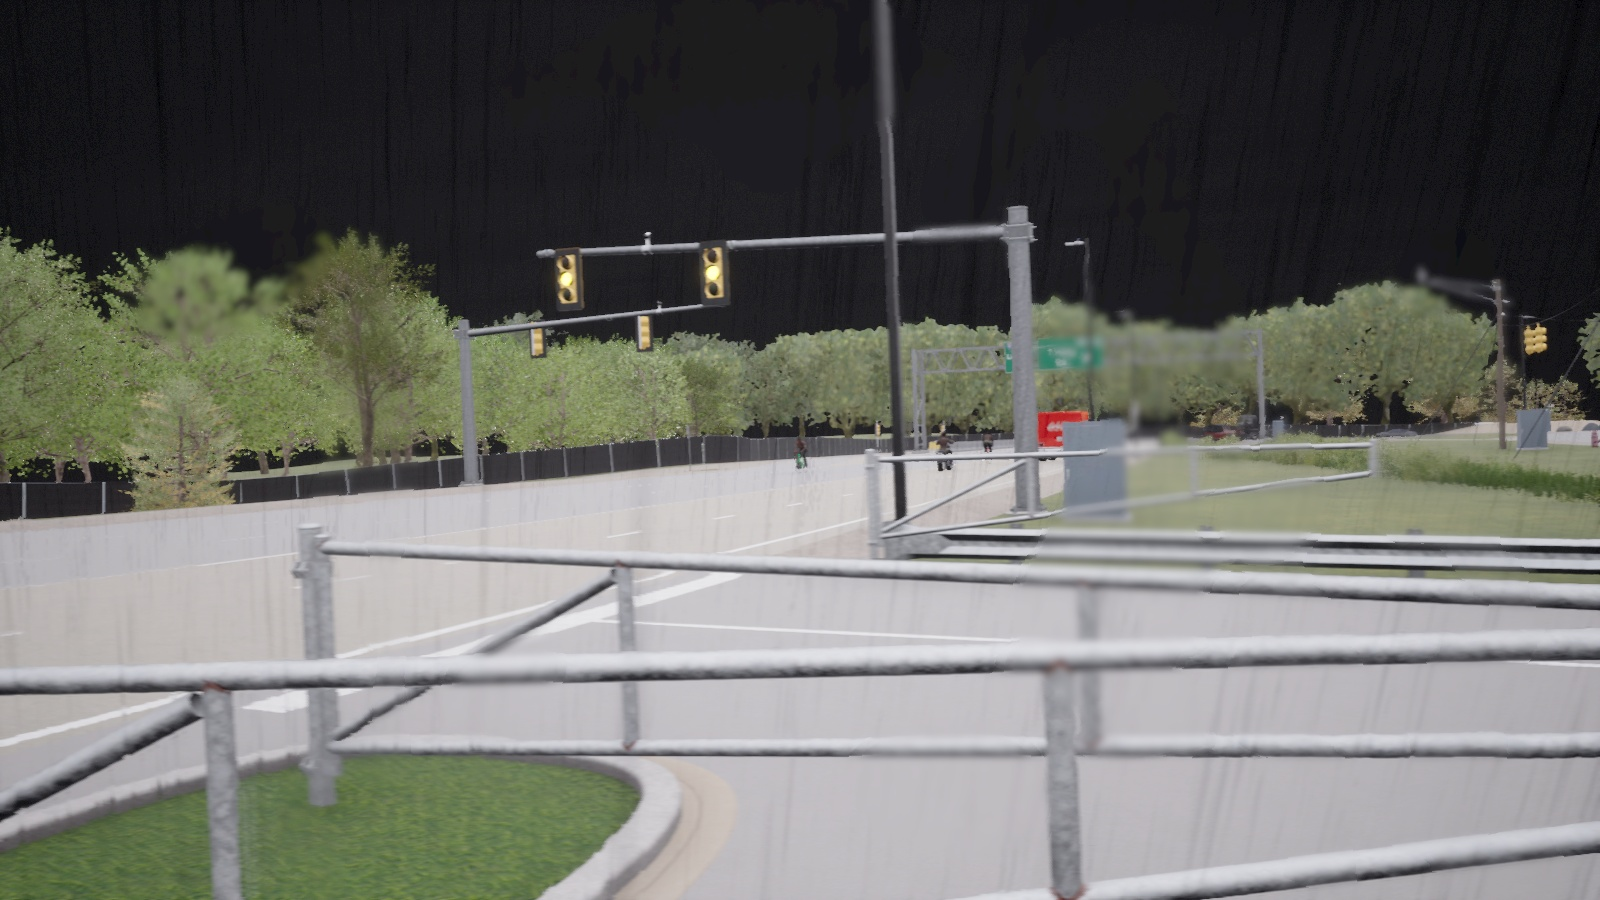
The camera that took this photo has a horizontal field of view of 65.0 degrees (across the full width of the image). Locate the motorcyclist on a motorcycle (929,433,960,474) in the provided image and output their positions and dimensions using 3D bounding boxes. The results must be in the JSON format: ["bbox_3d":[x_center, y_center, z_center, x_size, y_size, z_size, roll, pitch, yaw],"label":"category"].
[{"bbox_3d":[5.990,0.117,52.061,0.766,1.649,2.350,-1,0,18],"label":"motorcyclist on a motorcycle"}]

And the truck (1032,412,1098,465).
[{"bbox_3d":[13.417,-0.582,63.285,2.627,2.467,5.204,-1,0,18],"label":"truck"}]
